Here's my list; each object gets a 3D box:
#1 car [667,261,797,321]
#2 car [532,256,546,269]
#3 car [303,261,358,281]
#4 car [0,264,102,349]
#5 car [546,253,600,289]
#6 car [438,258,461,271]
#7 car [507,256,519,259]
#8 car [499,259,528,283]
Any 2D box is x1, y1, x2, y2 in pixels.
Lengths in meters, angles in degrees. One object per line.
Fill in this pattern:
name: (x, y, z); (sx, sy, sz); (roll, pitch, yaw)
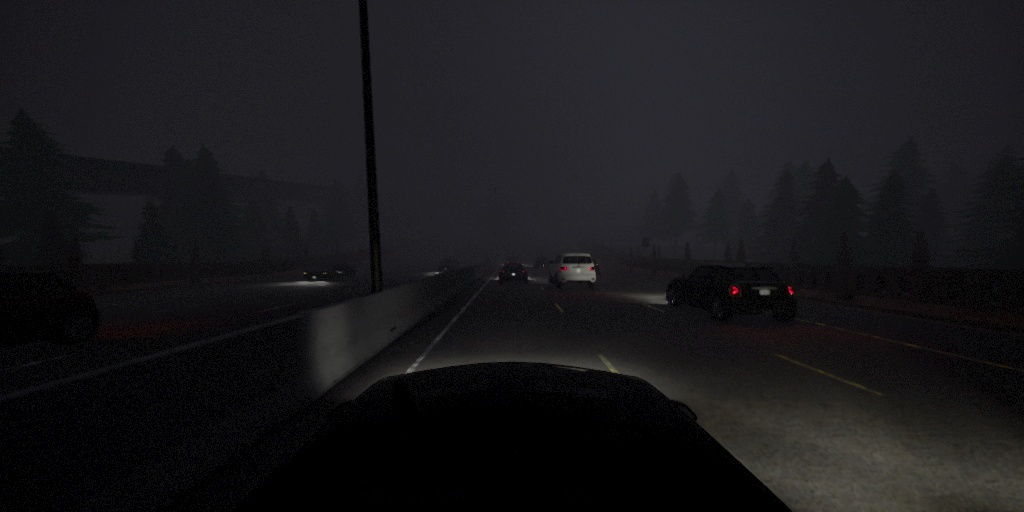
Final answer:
car: (7.099, 1.031, 12.200); (2.097, 1.767, 4.553); (0, 0, 0)
car: (3.595, 0.725, 43.568); (1.837, 1.490, 4.892); (0, 3, 0)
car: (-14.050, 1.120, 28.158); (2.033, 1.411, 5.357); (0, 0, 1)
car: (-10.595, 1.071, 6.309); (2.097, 1.767, 4.553); (0, 0, 0)
car: (3.598, 0.834, 22.066); (2.150, 2.045, 5.566); (0, 0, 0)
car: (-7.032, 0.894, 40.714); (2.033, 1.411, 5.357); (0, 2, 0)
car: (0.095, 0.669, 45.273); (2.033, 1.411, 5.357); (0, 3, 0)
car: (0.098, 1.153, 25.562); (1.994, 1.385, 4.181); (0, 0, 0)
